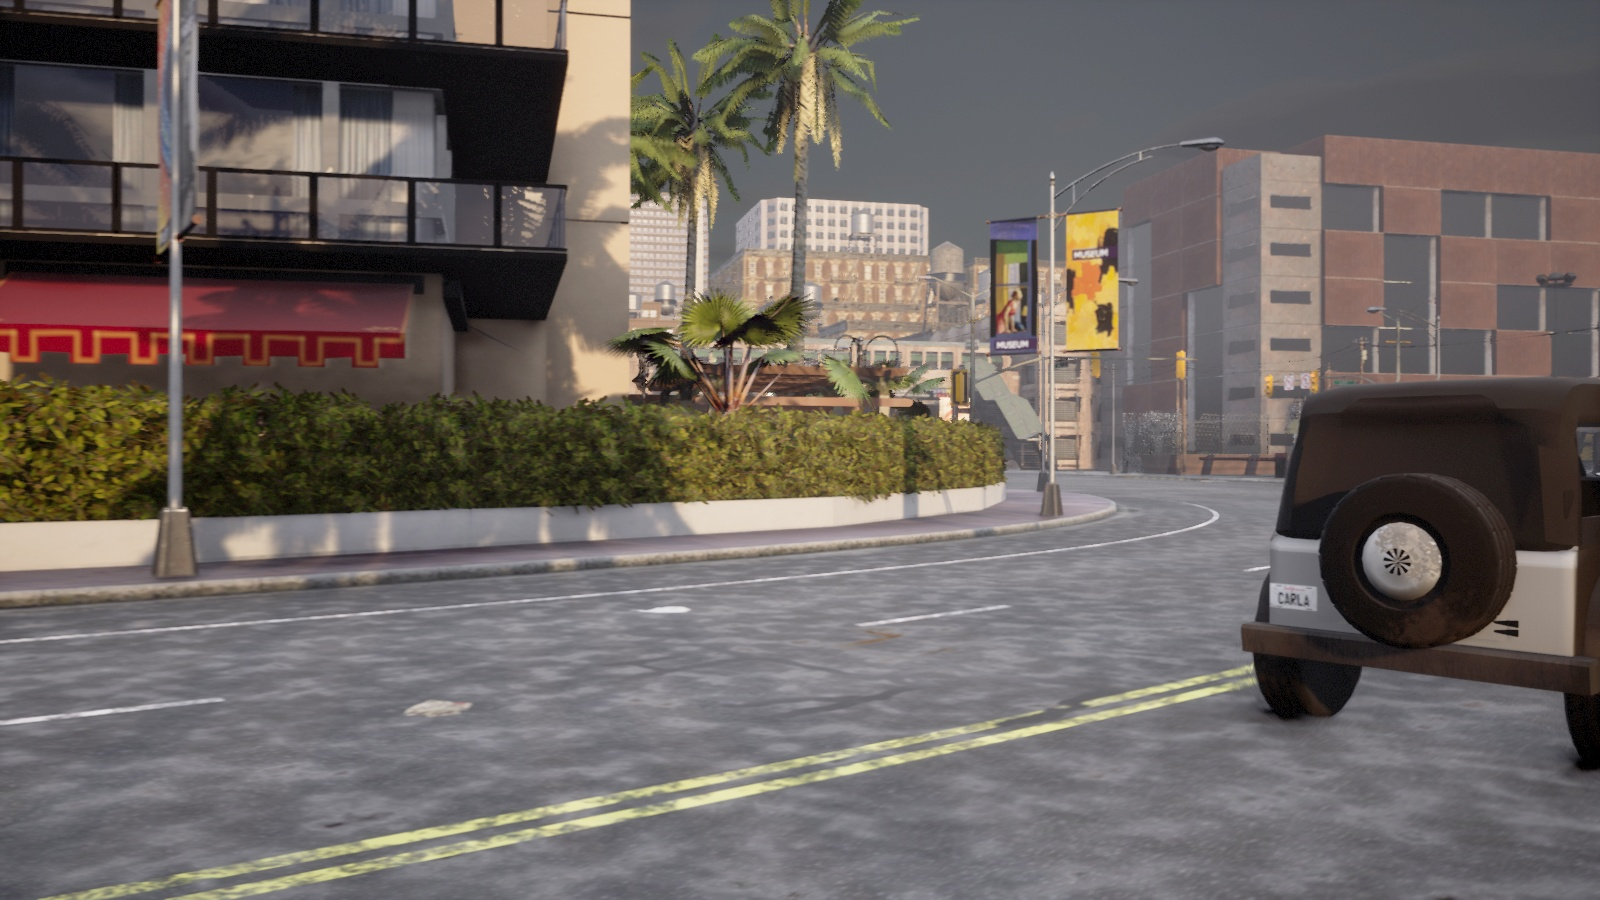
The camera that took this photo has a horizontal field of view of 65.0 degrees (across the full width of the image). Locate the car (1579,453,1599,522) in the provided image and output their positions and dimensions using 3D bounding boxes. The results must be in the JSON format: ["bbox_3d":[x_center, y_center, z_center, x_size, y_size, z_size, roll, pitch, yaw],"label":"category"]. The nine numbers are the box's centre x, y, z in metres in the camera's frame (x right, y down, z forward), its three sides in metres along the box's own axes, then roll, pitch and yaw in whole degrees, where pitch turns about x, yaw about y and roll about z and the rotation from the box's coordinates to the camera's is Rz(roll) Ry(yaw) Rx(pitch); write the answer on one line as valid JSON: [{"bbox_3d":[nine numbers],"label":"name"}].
[{"bbox_3d":[17.905,0.796,26.479,1.816,1.474,4.193,0,0,22],"label":"car"}]

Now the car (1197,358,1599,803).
[{"bbox_3d":[4.203,0.553,7.272,3.866,1.878,1.905,0,0,-41],"label":"car"}]
